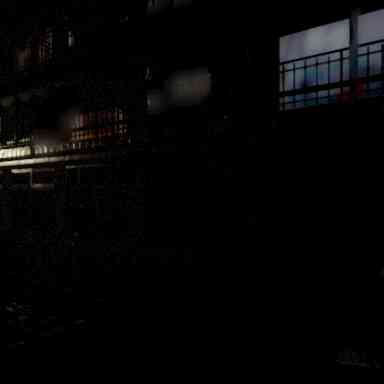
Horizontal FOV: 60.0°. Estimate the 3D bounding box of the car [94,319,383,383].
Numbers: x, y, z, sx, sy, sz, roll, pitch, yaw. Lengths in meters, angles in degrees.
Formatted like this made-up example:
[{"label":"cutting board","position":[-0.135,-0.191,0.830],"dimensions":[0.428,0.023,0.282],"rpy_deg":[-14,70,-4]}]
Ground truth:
[{"label":"car","position":[1.071,1.582,2.110],"dimensions":[4.206,1.307,1.802],"rpy_deg":[0,0,35]}]
